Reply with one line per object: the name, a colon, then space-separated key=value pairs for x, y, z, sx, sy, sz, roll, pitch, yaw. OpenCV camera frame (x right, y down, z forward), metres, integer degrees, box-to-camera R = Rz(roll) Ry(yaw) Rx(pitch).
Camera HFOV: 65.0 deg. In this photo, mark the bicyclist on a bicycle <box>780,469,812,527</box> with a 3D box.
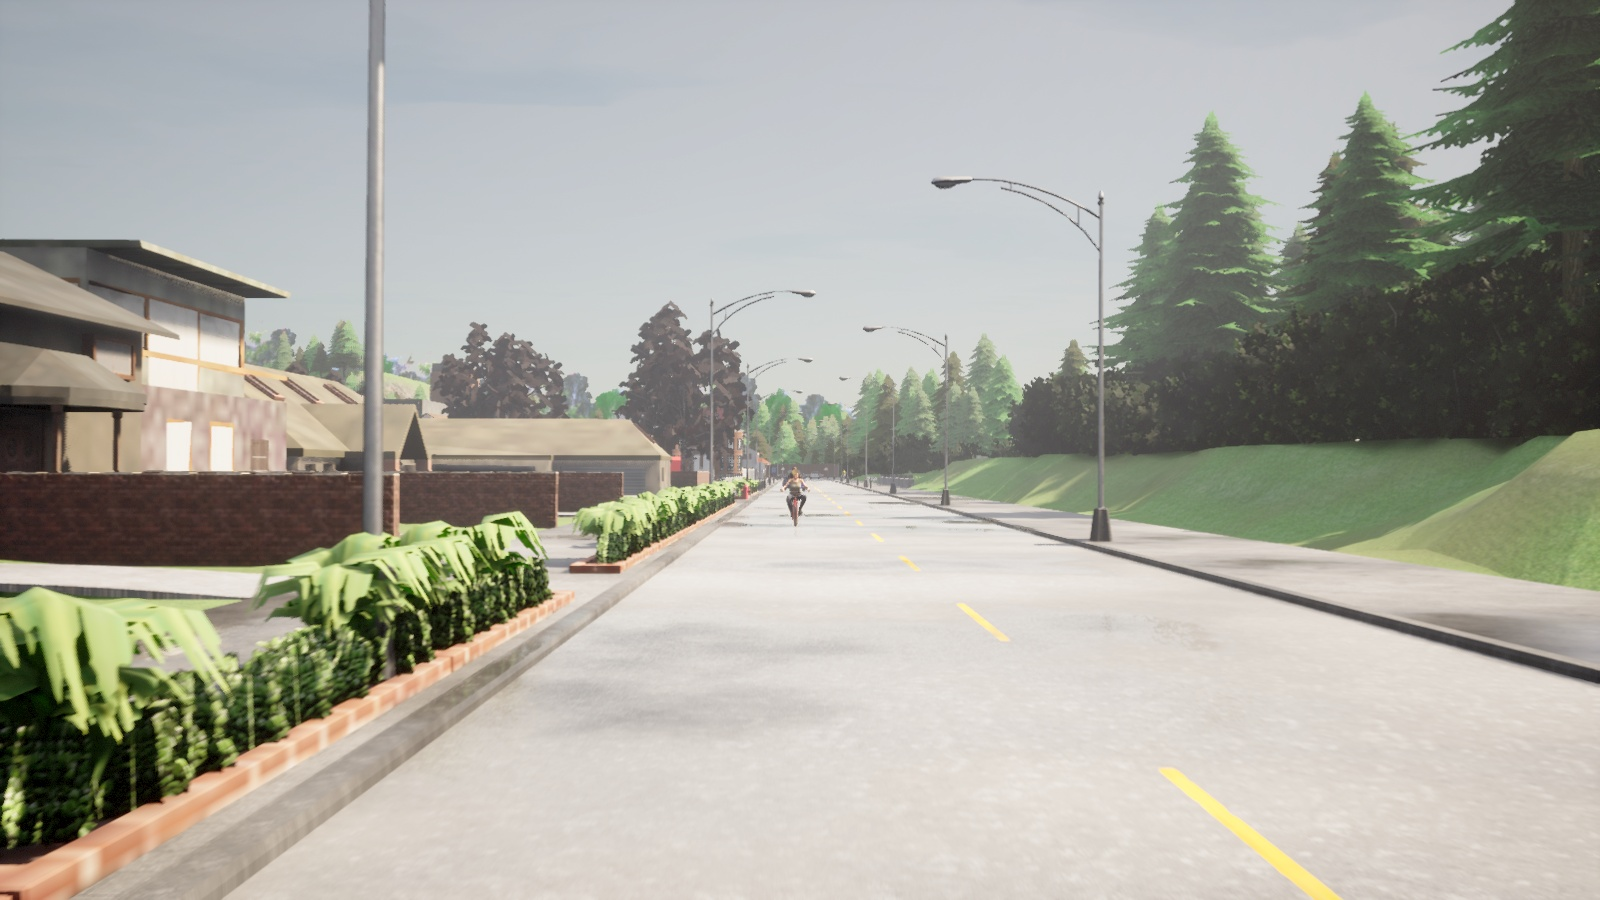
bicyclist on a bicycle: x=-0.111 y=1.347 z=35.508 sx=0.866 sy=1.612 sz=1.509 roll=0 pitch=-1 yaw=0
